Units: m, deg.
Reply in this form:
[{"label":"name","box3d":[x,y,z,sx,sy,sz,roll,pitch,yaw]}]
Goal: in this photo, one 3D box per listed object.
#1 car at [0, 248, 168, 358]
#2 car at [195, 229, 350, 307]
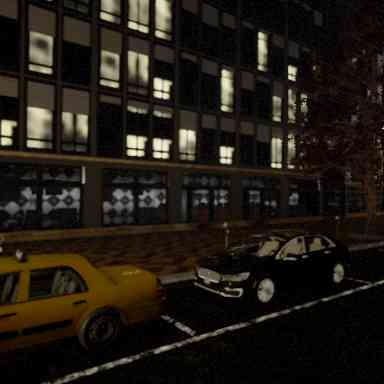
[{"label":"car","box3d":[-2.681,1.528,4.644,4.829,1.417,1.752,1,0,-35]},{"label":"car","box3d":[2.095,1.608,8.046,4.403,1.369,2.008,1,0,-35]}]
